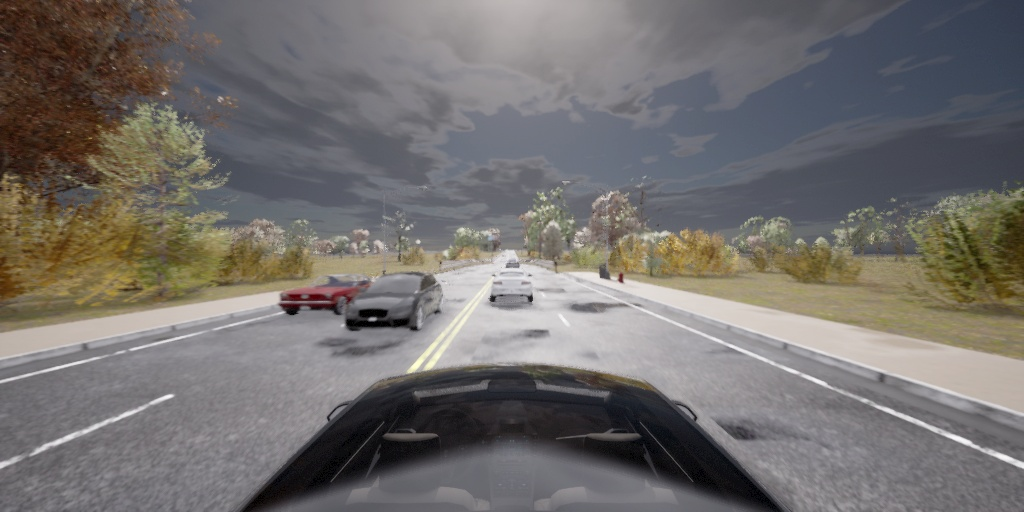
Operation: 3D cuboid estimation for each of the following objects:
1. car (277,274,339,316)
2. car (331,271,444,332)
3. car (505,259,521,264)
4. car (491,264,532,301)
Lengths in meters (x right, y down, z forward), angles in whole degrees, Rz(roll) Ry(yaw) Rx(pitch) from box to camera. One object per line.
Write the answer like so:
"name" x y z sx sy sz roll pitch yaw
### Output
"car" -6.576 1.361 13.605 1.895 1.301 4.718 0 0 0
"car" -3.335 1.263 11.026 1.837 1.490 4.892 0 0 0
"car" 0.093 1.271 46.946 2.128 1.511 4.902 0 0 0
"car" -0.009 1.288 17.288 1.812 1.442 4.674 0 0 0
